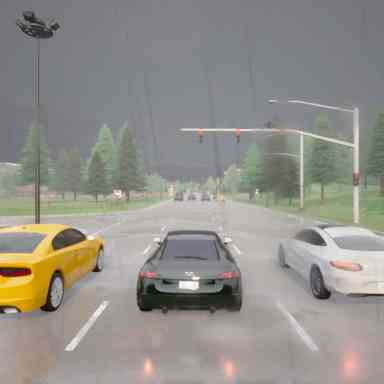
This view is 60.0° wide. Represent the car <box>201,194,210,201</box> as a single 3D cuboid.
[{"bbox_3d":[3.497,1.541,82.085,1.994,1.385,4.181,0,0,0],"label":"car"}]

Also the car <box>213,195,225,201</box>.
[{"bbox_3d":[6.997,1.466,81.668,1.882,1.535,5.008,0,0,0],"label":"car"}]

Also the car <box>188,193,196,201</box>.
[{"bbox_3d":[-0.003,1.344,82.055,2.097,1.767,4.553,0,0,0],"label":"car"}]

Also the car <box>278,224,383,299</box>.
[{"bbox_3d":[3.518,1.525,8.283,1.812,1.442,4.674,0,0,1],"label":"car"}]

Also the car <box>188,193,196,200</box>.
[{"bbox_3d":[-0.004,1.184,92.058,2.097,1.767,4.553,0,0,0],"label":"car"}]

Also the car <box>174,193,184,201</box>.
[{"bbox_3d":[-3.503,1.584,82.115,1.895,1.301,4.718,0,0,0],"label":"car"}]

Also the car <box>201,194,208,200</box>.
[{"bbox_3d":[3.496,1.329,92.088,1.837,1.490,4.892,0,0,0],"label":"car"}]

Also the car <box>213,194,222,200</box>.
[{"bbox_3d":[6.996,1.381,92.088,1.994,1.385,4.181,0,0,0],"label":"car"}]

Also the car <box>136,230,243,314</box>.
[{"bbox_3d":[0.001,1.564,7.709,1.994,1.385,4.181,0,0,2],"label":"car"}]

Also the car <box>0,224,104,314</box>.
[{"bbox_3d":[-3.488,1.477,7.738,1.882,1.535,5.008,0,0,0],"label":"car"}]
